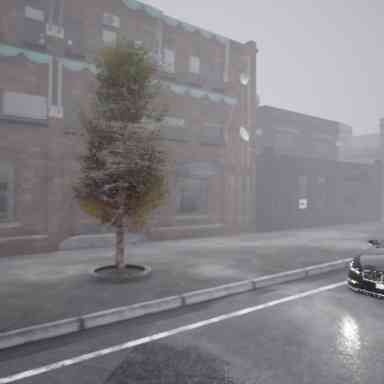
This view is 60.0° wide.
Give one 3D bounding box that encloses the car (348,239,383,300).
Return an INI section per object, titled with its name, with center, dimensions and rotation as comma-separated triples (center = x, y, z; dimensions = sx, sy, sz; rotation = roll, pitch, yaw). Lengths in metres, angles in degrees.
[car]
center = 5.495, 1.511, 7.600
dimensions = 4.892, 1.490, 1.837
rotation = 0, 0, -35
